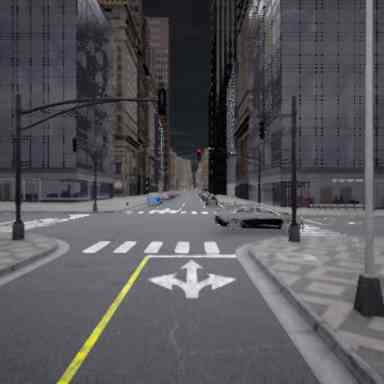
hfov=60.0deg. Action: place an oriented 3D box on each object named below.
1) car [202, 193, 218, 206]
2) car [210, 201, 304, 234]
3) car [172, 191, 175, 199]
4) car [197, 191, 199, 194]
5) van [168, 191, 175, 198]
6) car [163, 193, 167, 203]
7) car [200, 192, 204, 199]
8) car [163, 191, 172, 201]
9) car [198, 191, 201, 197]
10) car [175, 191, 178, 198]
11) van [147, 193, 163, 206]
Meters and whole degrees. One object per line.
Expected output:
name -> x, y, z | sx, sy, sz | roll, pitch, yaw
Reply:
car -> 2.873, 1.280, 49.013 | 1.947, 1.339, 4.313 | 0, 0, 0
car -> 3.648, 1.452, 18.467 | 4.902, 1.511, 2.128 | 1, 0, 0
car -> -5.508, 0.871, 71.659 | 2.192, 1.841, 5.009 | 0, 0, 0
car -> 3.157, 0.960, 94.204 | 1.802, 1.307, 4.206 | 0, 0, 0
van -> -5.401, 0.765, 88.605 | 1.690, 1.788, 3.998 | 0, 0, 0
car -> -5.616, 1.259, 54.715 | 1.802, 1.307, 4.206 | 0, 0, 0
car -> 2.980, 1.180, 65.961 | 1.802, 1.307, 4.206 | 0, 0, 0
car -> -5.544, 1.038, 66.011 | 1.967, 1.590, 4.097 | 0, 0, 0
car -> 3.051, 1.058, 77.258 | 1.887, 1.381, 4.507 | 0, 0, 0
car -> -5.437, 0.784, 82.956 | 2.192, 1.841, 5.009 | 0, 0, 0
van -> -5.651, 1.055, 49.065 | 1.690, 1.788, 3.998 | 0, 0, 0
